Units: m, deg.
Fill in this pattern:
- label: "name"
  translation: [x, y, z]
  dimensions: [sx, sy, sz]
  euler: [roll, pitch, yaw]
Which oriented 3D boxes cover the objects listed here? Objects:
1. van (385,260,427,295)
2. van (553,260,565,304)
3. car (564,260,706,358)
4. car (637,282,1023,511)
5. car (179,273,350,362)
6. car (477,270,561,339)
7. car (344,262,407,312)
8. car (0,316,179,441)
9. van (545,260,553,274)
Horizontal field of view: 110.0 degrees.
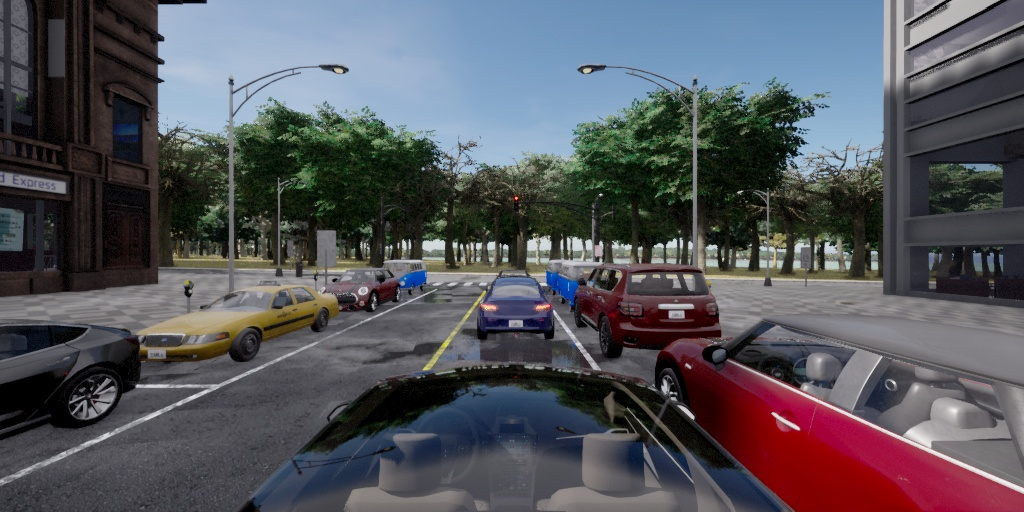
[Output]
- label: "van"
  translation: [-5.766, 1.092, 19.274]
  dimensions: [1.690, 1.789, 3.998]
  euler: [0, 0, 0]
- label: "van"
  translation: [2.760, 1.091, 13.838]
  dimensions: [1.690, 1.789, 3.998]
  euler: [0, 0, 0]
- label: "car"
  translation: [2.761, 1.065, 8.401]
  dimensions: [2.192, 1.841, 5.009]
  euler: [0, 0, 0]
- label: "car"
  translation: [2.763, 1.190, 2.963]
  dimensions: [1.967, 1.591, 4.097]
  euler: [0, 0, 0]
- label: "car"
  translation: [-5.764, 1.275, 8.229]
  dimensions: [1.751, 1.417, 4.829]
  euler: [0, 0, 0]
- label: "car"
  translation: [0.097, 1.276, 9.938]
  dimensions: [1.812, 1.442, 4.674]
  euler: [0, 0, 0]
- label: "car"
  translation: [-5.765, 1.190, 13.836]
  dimensions: [1.967, 1.591, 4.097]
  euler: [0, 0, 0]
- label: "car"
  translation: [-5.763, 1.316, 2.961]
  dimensions: [1.948, 1.339, 4.313]
  euler: [0, 0, 0]
- label: "van"
  translation: [2.759, 1.092, 19.276]
  dimensions: [1.690, 1.789, 3.998]
  euler: [0, 0, 0]
